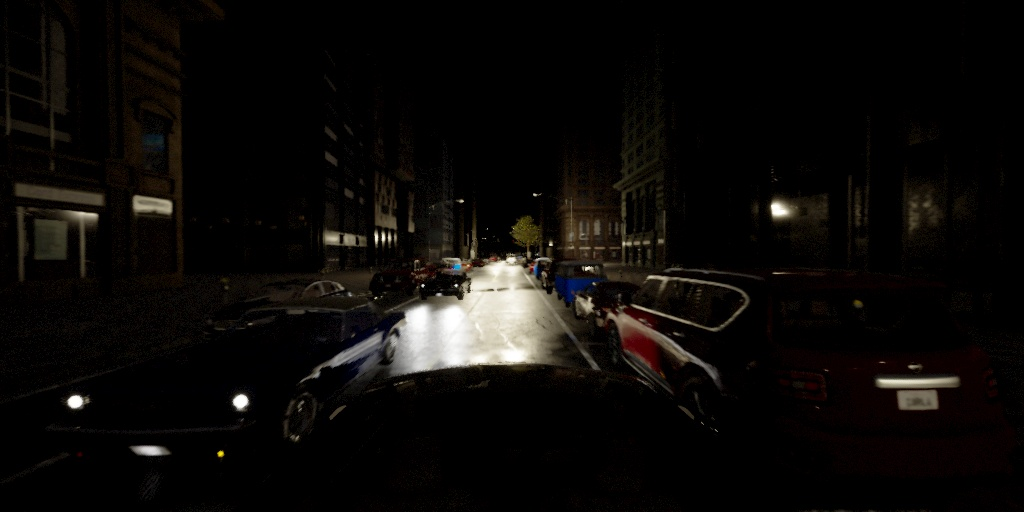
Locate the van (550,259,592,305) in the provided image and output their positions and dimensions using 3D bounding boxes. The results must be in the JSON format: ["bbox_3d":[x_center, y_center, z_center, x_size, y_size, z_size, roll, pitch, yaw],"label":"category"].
[{"bbox_3d":[2.764,1.083,15.001,1.690,1.789,3.998,0,0,0],"label":"van"}]

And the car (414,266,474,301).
[{"bbox_3d":[-3.112,1.351,17.586,1.895,1.301,4.718,0,0,0],"label":"car"}]

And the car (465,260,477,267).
[{"bbox_3d":[-5.829,1.180,43.889,1.967,1.591,4.097,0,0,0],"label":"car"}]

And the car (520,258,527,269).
[{"bbox_3d":[2.677,1.285,55.534,1.948,1.339,4.313,0,0,0],"label":"car"}]

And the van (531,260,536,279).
[{"bbox_3d":[2.756,1.077,30.263,1.690,1.789,3.998,0,0,0],"label":"van"}]

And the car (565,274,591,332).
[{"bbox_3d":[2.767,1.326,9.913,1.802,1.307,4.207,0,0,0],"label":"car"}]

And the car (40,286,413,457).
[{"bbox_3d":[-3.100,1.355,5.273,1.895,1.301,4.718,0,0,0],"label":"car"}]

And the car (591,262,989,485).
[{"bbox_3d":[2.769,1.060,4.825,2.192,1.841,5.009,0,0,0],"label":"car"}]

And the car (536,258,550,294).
[{"bbox_3d":[2.762,1.055,20.088,2.192,1.841,5.009,0,0,0],"label":"car"}]

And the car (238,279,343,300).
[{"bbox_3d":[-5.772,1.307,9.507,2.007,1.370,4.403,0,0,0],"label":"car"}]

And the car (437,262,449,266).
[{"bbox_3d":[-5.797,1.296,24.166,1.888,1.381,4.507,0,0,0],"label":"car"}]

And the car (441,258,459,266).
[{"bbox_3d":[-5.805,1.189,29.052,1.967,1.591,4.097,0,0,0],"label":"car"}]

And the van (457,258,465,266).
[{"bbox_3d":[-5.813,1.087,33.938,1.690,1.789,3.998,0,0,0],"label":"van"}]

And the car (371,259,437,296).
[{"bbox_3d":[-5.789,1.068,19.280,2.192,1.841,5.009,0,0,0],"label":"car"}]

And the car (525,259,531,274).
[{"bbox_3d":[2.703,1.313,39.926,1.802,1.307,4.207,0,0,0],"label":"car"}]

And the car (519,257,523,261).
[{"bbox_3d":[2.668,1.278,60.738,1.948,1.339,4.313,0,0,0],"label":"car"}]

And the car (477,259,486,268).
[{"bbox_3d":[-5.856,1.270,60.024,1.888,1.381,4.507,0,0,0],"label":"car"}]
